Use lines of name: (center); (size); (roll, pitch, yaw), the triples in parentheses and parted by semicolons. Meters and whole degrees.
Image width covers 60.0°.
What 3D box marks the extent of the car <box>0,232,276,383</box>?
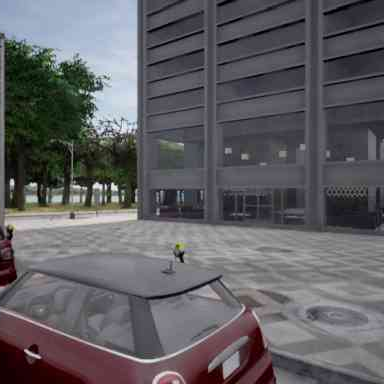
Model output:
car: (-1.257, 1.442, 3.856); (4.097, 1.590, 1.967); (0, 0, 35)

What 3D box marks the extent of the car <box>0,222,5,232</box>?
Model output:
car: (-5.687, 1.321, 7.011); (5.009, 1.841, 2.192); (0, 0, 35)
